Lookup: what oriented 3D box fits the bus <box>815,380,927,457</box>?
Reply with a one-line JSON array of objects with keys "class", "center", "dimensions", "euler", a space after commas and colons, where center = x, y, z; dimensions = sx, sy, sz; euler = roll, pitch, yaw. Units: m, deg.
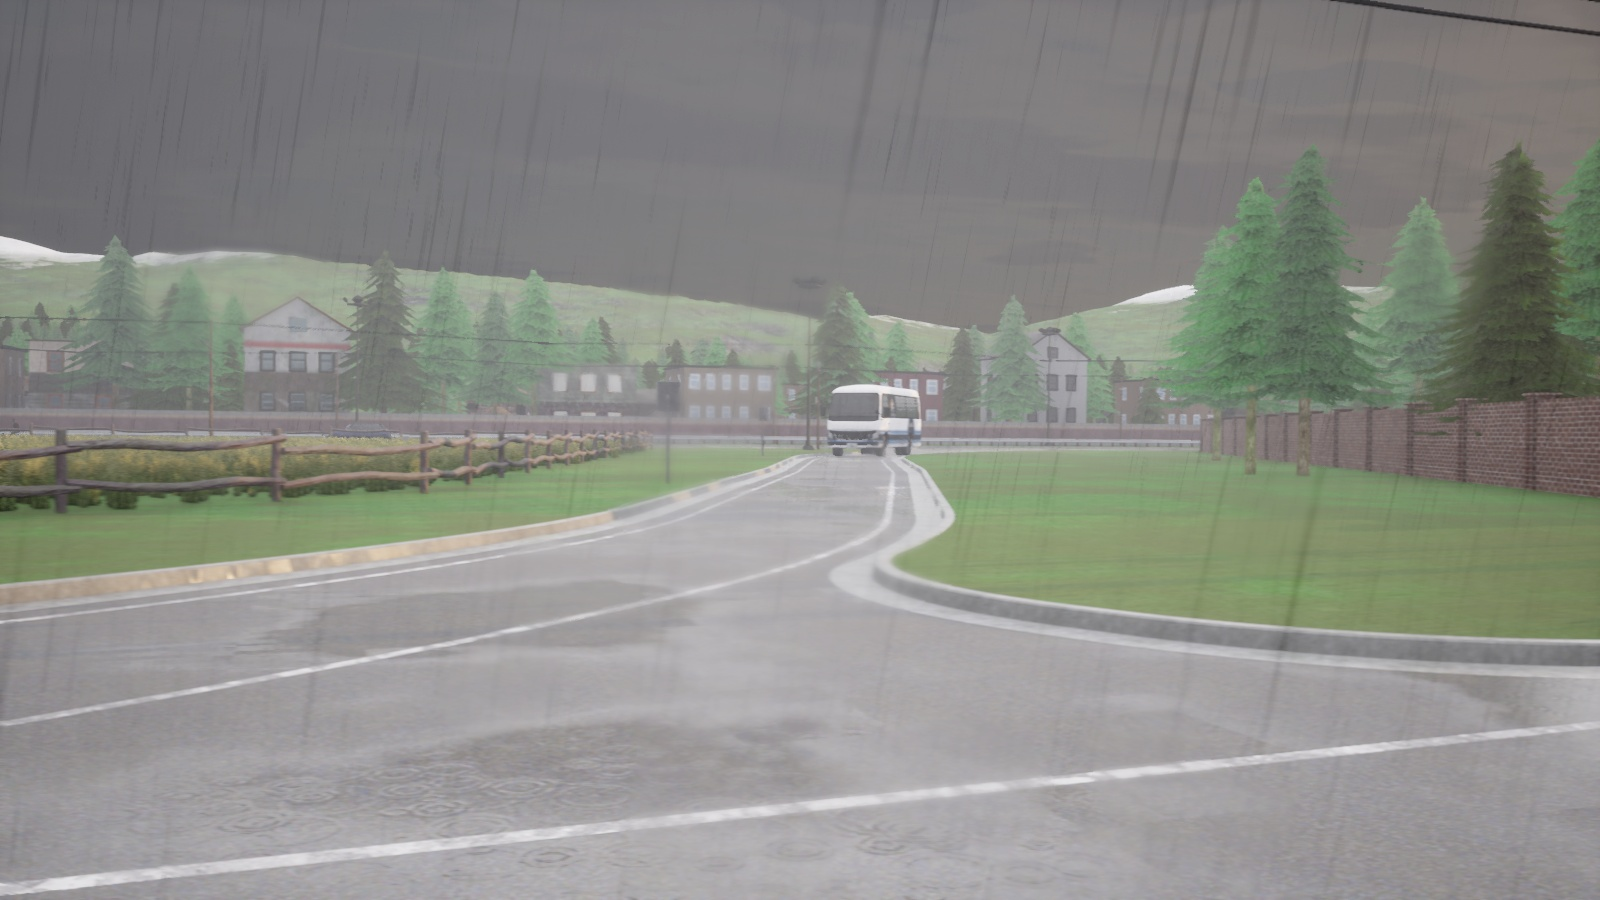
[{"class": "bus", "center": [4.477, -1.860, 75.771], "dimensions": [3.944, 4.253, 10.273], "euler": [-1, 1, 19]}]

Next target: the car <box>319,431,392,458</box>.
[{"class": "car", "center": [-29.666, -0.386, 83.813], "dimensions": [4.553, 1.767, 2.097], "euler": [-1, 1, -21]}]
